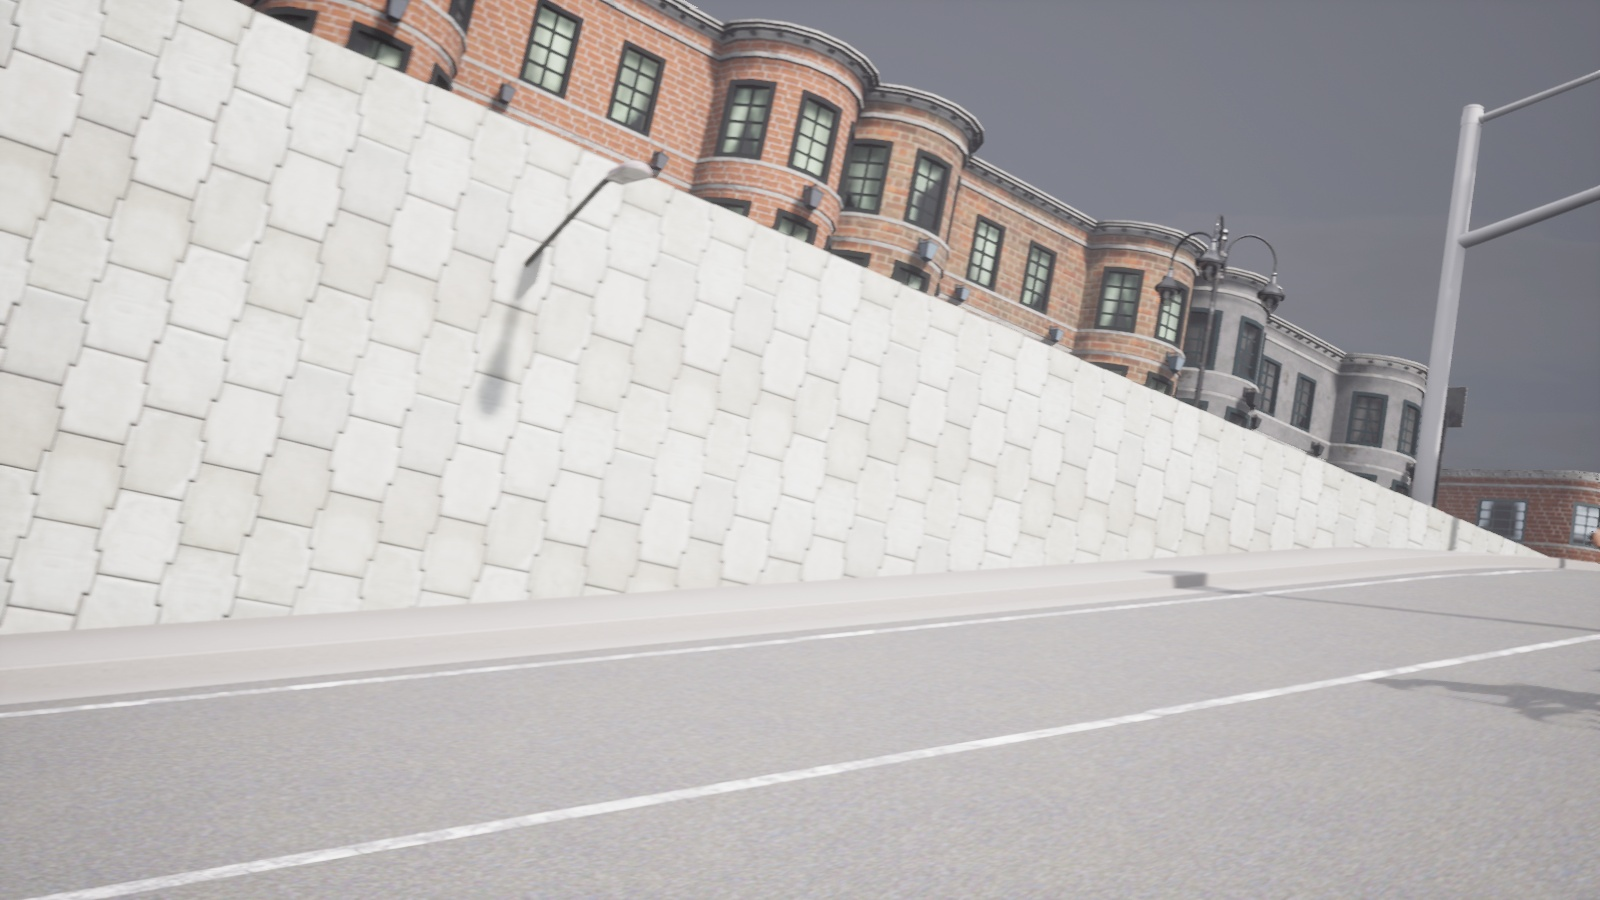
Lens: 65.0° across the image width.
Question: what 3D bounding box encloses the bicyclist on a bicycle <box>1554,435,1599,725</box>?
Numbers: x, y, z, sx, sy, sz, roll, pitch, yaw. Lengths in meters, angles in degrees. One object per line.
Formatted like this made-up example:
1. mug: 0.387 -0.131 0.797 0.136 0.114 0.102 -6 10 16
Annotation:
1. bicyclist on a bicycle: 5.180 0.729 7.256 1.509 1.612 0.866 0 -1 -35
